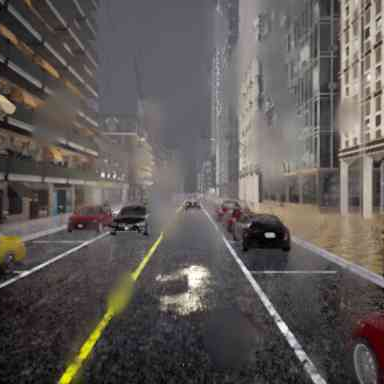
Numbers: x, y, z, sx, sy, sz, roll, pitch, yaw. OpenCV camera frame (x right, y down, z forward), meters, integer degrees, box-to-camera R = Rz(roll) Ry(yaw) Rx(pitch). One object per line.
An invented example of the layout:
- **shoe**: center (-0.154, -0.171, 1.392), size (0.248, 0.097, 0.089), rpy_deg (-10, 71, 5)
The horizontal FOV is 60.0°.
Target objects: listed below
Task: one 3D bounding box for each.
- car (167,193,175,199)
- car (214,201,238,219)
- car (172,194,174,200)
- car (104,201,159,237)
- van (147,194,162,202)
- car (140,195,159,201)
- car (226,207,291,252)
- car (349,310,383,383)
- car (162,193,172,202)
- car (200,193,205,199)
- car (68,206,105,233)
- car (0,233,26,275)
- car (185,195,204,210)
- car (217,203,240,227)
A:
- **car**: center (-5.694, 1.141, 92.620), size (1.967, 1.590, 4.097), rpy_deg (0, 0, 0)
- **car**: center (2.689, 1.352, 24.837), size (1.967, 1.590, 4.097), rpy_deg (0, 0, 0)
- **car**: center (-5.694, 1.329, 75.674), size (1.802, 1.307, 4.206), rpy_deg (0, 0, 0)
- **car**: center (-3.013, 1.443, 17.789), size (1.837, 1.490, 4.892), rpy_deg (0, 0, 0)
- **van**: center (-5.692, 1.176, 47.431), size (1.690, 1.788, 3.998), rpy_deg (0, 0, 0)
- **car**: center (-5.692, 1.420, 41.783), size (1.947, 1.339, 4.313), rpy_deg (0, 0, 0)
- **car**: center (2.690, 1.516, 13.540), size (1.947, 1.339, 4.313), rpy_deg (0, 0, 0)
- **car**: center (2.690, 1.573, 2.243), size (1.802, 1.307, 4.206), rpy_deg (0, 0, 0)
- **car**: center (-5.693, 1.345, 70.026), size (1.802, 1.307, 4.206), rpy_deg (0, 0, 0)
- **car**: center (2.686, 1.227, 92.791), size (1.752, 1.417, 4.829), rpy_deg (0, 0, 0)
- **car**: center (-5.690, 1.475, 19.189), size (1.887, 1.381, 4.507), rpy_deg (0, 0, 0)
- **car**: center (-5.690, 1.496, 7.721), size (1.752, 1.417, 4.829), rpy_deg (0, 0, 0)
- **car**: center (0.099, 1.405, 40.697), size (2.033, 1.411, 5.357), rpy_deg (0, 0, 0)
- **car**: center (2.689, 1.513, 19.190), size (1.802, 1.307, 4.206), rpy_deg (0, 0, 0)
